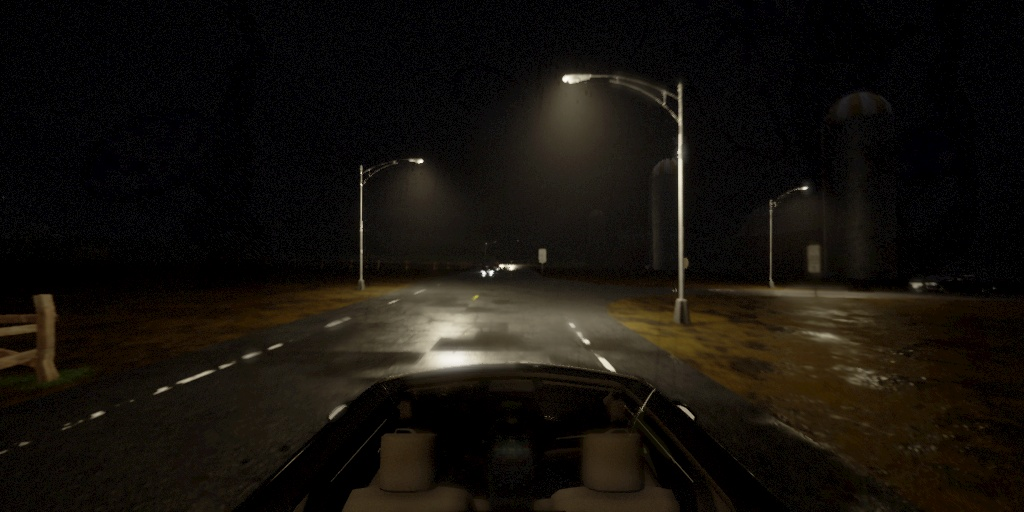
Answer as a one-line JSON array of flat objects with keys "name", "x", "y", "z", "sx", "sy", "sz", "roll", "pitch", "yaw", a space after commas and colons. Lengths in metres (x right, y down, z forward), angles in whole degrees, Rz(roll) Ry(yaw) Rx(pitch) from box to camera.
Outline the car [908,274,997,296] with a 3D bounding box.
[{"name": "car", "x": 31.429, "y": 2.034, "z": 25.708, "sx": 4.902, "sy": 1.511, "sz": 2.128, "roll": 1, "pitch": -2, "yaw": 0}]

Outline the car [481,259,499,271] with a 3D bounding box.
[{"name": "car", "x": -3.610, "y": 1.462, "z": 54.790, "sx": 2.128, "sy": 1.511, "sz": 4.902, "roll": 0, "pitch": 0, "yaw": 0}]
